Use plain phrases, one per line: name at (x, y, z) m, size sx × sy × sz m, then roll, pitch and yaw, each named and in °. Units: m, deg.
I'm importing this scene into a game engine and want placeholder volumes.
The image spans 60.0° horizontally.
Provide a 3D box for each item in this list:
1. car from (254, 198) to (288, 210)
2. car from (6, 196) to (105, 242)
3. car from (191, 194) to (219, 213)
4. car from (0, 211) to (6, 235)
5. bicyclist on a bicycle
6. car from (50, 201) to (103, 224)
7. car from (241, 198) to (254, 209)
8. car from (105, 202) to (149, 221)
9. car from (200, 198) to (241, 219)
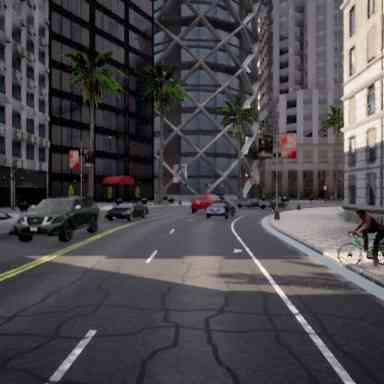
car at (10.586, 1.532, 43.219) m, size 2.033 × 1.411 × 5.357 m, roll 0°, pitch 0°, yaw 41°
car at (-6.460, 1.216, 16.690) m, size 2.150 × 2.045 × 5.566 m, roll 0°, pitch 0°, yaw 4°
car at (1.813, 1.210, 36.140) m, size 2.150 × 2.045 × 5.566 m, roll 0°, pitch 0°, yaw 26°
car at (-10.002, 1.595, 15.656) m, size 1.895 × 1.301 × 4.718 m, roll 0°, pitch 0°, yaw 3°
bicyclist on a bicycle at (4.913, 1.303, 9.338) m, size 1.656 × 1.620 × 0.582 m, roll -1°, pitch 0°, yaw 2°
car at (-8.892, 1.517, 26.039) m, size 1.812 × 1.442 × 4.674 m, roll 0°, pitch 0°, yaw 11°
car at (7.974, 1.531, 45.683) m, size 2.033 × 1.411 × 5.357 m, roll 0°, pitch 0°, yaw 42°
car at (-5.160, 1.538, 27.210) m, size 2.033 × 1.411 × 5.357 m, roll 0°, pitch 0°, yaw 13°
car at (2.663, 1.537, 29.320) m, size 2.033 × 1.411 × 5.357 m, roll 0°, pitch 0°, yaw 18°
